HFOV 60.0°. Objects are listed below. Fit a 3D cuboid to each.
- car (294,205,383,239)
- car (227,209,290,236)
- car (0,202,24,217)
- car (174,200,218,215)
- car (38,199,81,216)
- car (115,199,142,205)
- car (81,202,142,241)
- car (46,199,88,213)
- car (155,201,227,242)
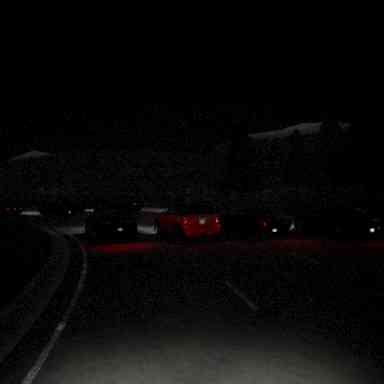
[{"bbox_3d":[7.245,1.454,17.074,1.837,1.490,4.892,0,0,-18],"label":"car"},{"bbox_3d":[3.094,1.578,18.195,1.895,1.301,4.718,0,0,-24],"label":"car"},{"bbox_3d":[-19.055,1.668,33.068,5.357,1.411,2.033,0,0,31],"label":"car"},{"bbox_3d":[0.343,1.594,35.089,1.895,1.301,4.718,0,0,-41],"label":"car"},{"bbox_3d":[-13.571,1.685,33.494,4.718,1.301,1.895,0,0,38],"label":"car"},{"bbox_3d":[-7.796,1.538,37.944,4.902,1.511,2.128,0,0,38],"label":"car"},{"bbox_3d":[-4.248,1.503,17.001,1.882,1.535,5.008,0,0,-26],"label":"car"},{"bbox_3d":[-14.478,1.567,38.353,5.008,1.535,1.882,0,-1,33],"label":"car"},{"bbox_3d":[-0.366,1.352,16.864,2.097,1.767,4.553,0,0,-23],"label":"car"}]
